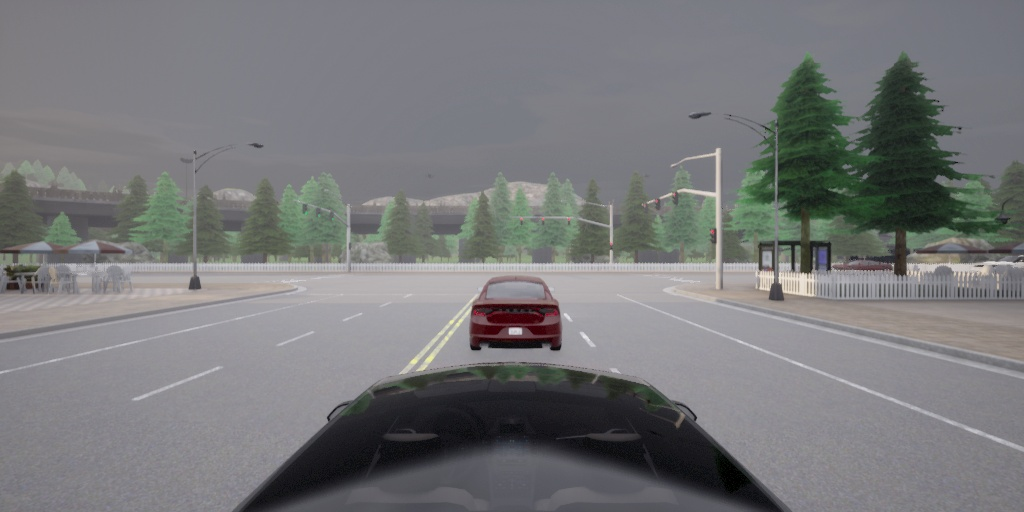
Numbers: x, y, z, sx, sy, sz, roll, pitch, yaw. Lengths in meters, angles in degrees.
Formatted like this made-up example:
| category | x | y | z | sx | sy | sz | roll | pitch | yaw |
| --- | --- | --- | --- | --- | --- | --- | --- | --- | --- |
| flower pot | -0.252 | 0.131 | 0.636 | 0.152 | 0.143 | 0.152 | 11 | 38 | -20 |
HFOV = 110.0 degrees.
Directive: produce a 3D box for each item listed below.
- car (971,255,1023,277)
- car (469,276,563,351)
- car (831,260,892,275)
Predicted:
| category | x | y | z | sx | sy | sz | roll | pitch | yaw |
| --- | --- | --- | --- | --- | --- | --- | --- | --- | --- |
| car | 44.720 | 0.894 | 31.558 | 5.566 | 2.045 | 2.150 | 0 | 0 | 16 |
| car | 0.100 | 1.223 | 9.013 | 1.882 | 1.535 | 5.008 | 0 | 0 | 1 |
| car | 35.245 | 1.148 | 36.324 | 5.008 | 1.535 | 1.882 | 0 | 0 | 4 |
